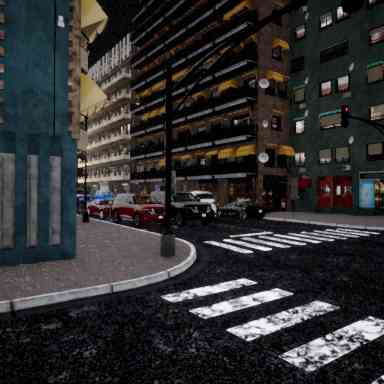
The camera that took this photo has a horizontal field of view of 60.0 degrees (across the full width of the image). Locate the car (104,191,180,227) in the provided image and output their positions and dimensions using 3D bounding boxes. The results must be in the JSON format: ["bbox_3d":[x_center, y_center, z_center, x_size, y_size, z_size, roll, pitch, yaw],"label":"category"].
[{"bbox_3d":[-3.192,1.033,20.322,2.192,1.841,5.009,2,0,-36],"label":"car"}]

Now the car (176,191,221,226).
[{"bbox_3d":[-0.920,0.966,21.572,2.150,2.045,5.566,1,0,-36],"label":"car"}]

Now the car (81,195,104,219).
[{"bbox_3d":[-6.461,1.182,24.838,1.887,1.381,4.507,2,0,-36],"label":"car"}]

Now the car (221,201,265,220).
[{"bbox_3d":[3.616,1.353,25.197,1.947,1.339,4.313,2,0,-36],"label":"car"}]

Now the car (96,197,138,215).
[{"bbox_3d":[-6.744,1.201,29.635,1.895,1.301,4.718,1,0,-36],"label":"car"}]

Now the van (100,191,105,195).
[{"bbox_3d":[-12.688,0.726,47.776,1.690,1.788,3.998,2,0,-36],"label":"van"}]

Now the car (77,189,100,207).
[{"bbox_3d":[-12.900,0.669,38.187,2.150,2.045,5.566,1,0,-35],"label":"car"}]

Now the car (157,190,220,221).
[{"bbox_3d":[-0.421,0.942,26.242,2.150,2.045,5.566,1,1,-35],"label":"car"}]
